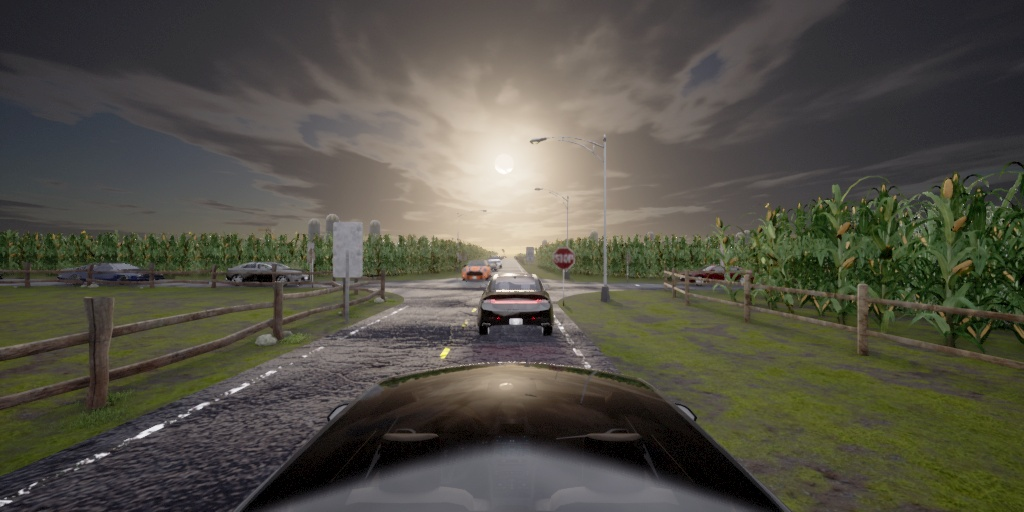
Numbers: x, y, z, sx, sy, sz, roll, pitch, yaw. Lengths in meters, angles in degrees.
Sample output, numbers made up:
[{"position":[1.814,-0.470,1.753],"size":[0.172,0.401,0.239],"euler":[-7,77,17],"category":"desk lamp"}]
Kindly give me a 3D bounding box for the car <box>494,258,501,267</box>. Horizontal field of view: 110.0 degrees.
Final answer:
[{"position":[-2.896,1.284,47.220],"size":[2.033,1.411,5.357],"euler":[0,0,0],"category":"car"}]

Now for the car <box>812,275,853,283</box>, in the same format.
[{"position":[24.186,1.438,25.874],"size":[4.892,1.490,1.837],"euler":[0,-1,0],"category":"car"}]

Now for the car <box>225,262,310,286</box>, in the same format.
[{"position":[-15.730,1.141,23.229],"size":[4.902,1.511,2.128],"euler":[0,-1,2],"category":"car"}]

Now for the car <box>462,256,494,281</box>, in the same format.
[{"position":[-2.886,1.097,29.870],"size":[2.097,1.767,4.553],"euler":[0,0,0],"category":"car"}]

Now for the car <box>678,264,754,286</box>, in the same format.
[{"position":[14.723,1.346,25.959],"size":[5.008,1.535,1.882],"euler":[0,-1,1],"category":"car"}]

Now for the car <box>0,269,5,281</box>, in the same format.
[{"position":[-36.539,0.893,23.460],"size":[4.553,1.767,2.097],"euler":[0,-1,0],"category":"car"}]

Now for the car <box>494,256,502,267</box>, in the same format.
[{"position":[-2.866,0.944,61.109],"size":[2.150,2.045,5.566],"euler":[0,0,0],"category":"car"}]

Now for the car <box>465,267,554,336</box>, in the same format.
[{"position":[0.088,1.242,10.384],"size":[2.128,1.511,4.902],"euler":[0,0,0],"category":"car"}]

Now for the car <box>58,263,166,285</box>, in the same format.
[{"position":[-25.977,1.142,23.355],"size":[5.357,1.411,2.033],"euler":[0,-1,0],"category":"car"}]
